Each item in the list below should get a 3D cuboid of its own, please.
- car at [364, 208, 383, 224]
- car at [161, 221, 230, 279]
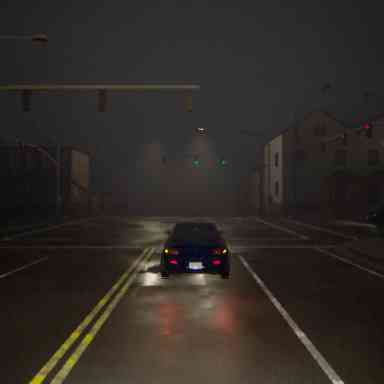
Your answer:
[{"bbox_3d":[16.365,1.802,26.765,4.674,1.442,1.812,0,-1,-1],"label":"car"},{"bbox_3d":[0.098,1.633,10.300,1.812,1.442,4.674,0,-1,0],"label":"car"}]
